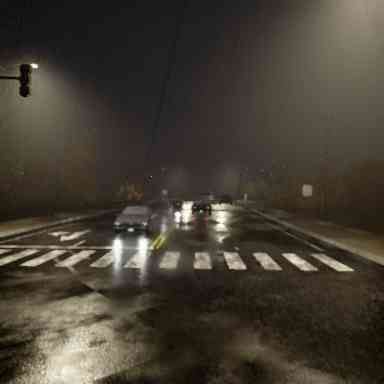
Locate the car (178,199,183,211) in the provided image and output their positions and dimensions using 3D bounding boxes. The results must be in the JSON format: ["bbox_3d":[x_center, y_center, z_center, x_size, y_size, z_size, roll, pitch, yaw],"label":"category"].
[{"bbox_3d":[-2.157,1.428,39.034,1.895,1.301,4.718,1,0,3],"label":"car"}]

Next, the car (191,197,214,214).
[{"bbox_3d":[0.976,1.484,33.256,1.895,1.301,4.718,1,0,3],"label":"car"}]

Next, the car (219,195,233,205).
[{"bbox_3d":[5.420,1.178,53.273,2.097,1.767,4.553,1,0,5],"label":"car"}]

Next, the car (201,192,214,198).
[{"bbox_3d":[2.895,0.976,61.250,2.150,2.045,5.566,1,0,5],"label":"car"}]

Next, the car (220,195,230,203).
[{"bbox_3d":[6.255,1.299,63.418,1.812,1.442,4.674,1,0,5],"label":"car"}]

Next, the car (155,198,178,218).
[{"bbox_3d":[-2.669,1.413,28.850,2.033,1.411,5.357,1,0,2],"label":"car"}]

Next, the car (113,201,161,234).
[{"bbox_3d":[-3.056,1.446,18.797,2.033,1.411,5.357,1,0,-2],"label":"car"}]
